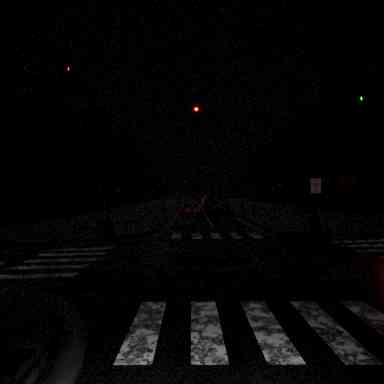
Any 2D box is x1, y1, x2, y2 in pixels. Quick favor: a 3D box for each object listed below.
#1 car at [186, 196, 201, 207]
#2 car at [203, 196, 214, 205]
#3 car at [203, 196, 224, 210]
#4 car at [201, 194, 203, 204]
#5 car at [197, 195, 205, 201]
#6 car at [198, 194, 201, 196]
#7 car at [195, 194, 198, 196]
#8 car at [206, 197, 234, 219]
[{"bbox_3d":[0.051,1.693,52.108,1.895,1.301,4.718,0,0,0],"label":"car"},{"bbox_3d":[2.959,1.580,61.105,1.801,1.575,5.366,0,0,0],"label":"car"},{"bbox_3d":[2.590,1.359,35.117,2.192,1.841,5.009,-1,0,0],"label":"car"},{"bbox_3d":[2.584,1.373,40.520,2.192,1.841,5.009,-1,0,0],"label":"car"},{"bbox_3d":[2.525,1.710,94.544,1.967,1.590,4.097,-1,0,0],"label":"car"},{"bbox_3d":[2.914,1.504,67.886,2.097,1.767,4.553,0,0,0],"label":"car"},{"bbox_3d":[0.021,1.717,68.927,1.994,1.385,4.181,0,0,0],"label":"car"},{"bbox_3d":[2.597,1.472,29.715,1.967,1.590,4.097,-1,0,0],"label":"car"}]
